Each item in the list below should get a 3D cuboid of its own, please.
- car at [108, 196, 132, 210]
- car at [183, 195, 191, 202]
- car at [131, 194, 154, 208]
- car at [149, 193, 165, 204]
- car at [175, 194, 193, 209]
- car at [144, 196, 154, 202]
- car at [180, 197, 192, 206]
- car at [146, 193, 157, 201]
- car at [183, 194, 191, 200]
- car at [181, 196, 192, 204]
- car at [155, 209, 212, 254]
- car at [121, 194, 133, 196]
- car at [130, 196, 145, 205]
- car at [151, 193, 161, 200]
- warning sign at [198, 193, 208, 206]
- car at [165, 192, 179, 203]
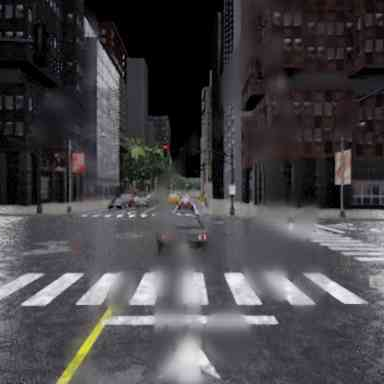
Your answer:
[{"bbox_3d":[-9.330,1.478,42.168,1.947,1.339,4.313,0,0,-1],"label":"car"},{"bbox_3d":[-1.168,1.444,74.978,1.752,1.417,4.829,0,0,-1],"label":"car"},{"bbox_3d":[-6.687,1.416,45.577,1.837,1.490,4.892,0,0,0],"label":"car"},{"bbox_3d":[-6.809,1.461,61.880,2.033,1.411,5.357,0,0,0],"label":"car"},{"bbox_3d":[-0.806,1.353,42.260,1.967,1.590,4.097,0,0,-1],"label":"car"},{"bbox_3d":[-9.691,1.499,74.723,1.802,1.307,4.206,0,0,-1],"label":"car"},{"bbox_3d":[-0.925,1.495,53.109,1.802,1.307,4.206,0,0,-1],"label":"car"},{"bbox_3d":[-9.752,1.235,80.148,2.192,1.841,5.009,0,0,-1],"label":"car"},{"bbox_3d":[-1.347,1.369,91.082,1.967,1.590,4.097,0,0,-1],"label":"car"},{"bbox_3d":[-1.046,1.459,63.958,1.887,1.381,4.507,0,0,-1],"label":"car"},{"bbox_3d":[-0.537,1.577,13.424,1.895,1.301,4.718,1,0,-7],"label":"car"},{"bbox_3d":[-9.391,1.227,47.594,2.192,1.841,5.009,0,0,-1],"label":"car"},{"bbox_3d":[-9.508,1.438,58.275,1.752,1.417,4.829,0,0,-1],"label":"car"},{"bbox_3d":[-9.872,1.243,90.999,2.192,1.841,5.009,0,0,-1],"label":"car"},{"bbox_3d":[1.465,1.028,45.955,1.300,1.860,1.060,0,0,-1],"label":"warning sign"},{"bbox_3d":[-3.855,1.393,68.406,1.882,1.535,5.008,0,0,-1],"label":"car"}]
